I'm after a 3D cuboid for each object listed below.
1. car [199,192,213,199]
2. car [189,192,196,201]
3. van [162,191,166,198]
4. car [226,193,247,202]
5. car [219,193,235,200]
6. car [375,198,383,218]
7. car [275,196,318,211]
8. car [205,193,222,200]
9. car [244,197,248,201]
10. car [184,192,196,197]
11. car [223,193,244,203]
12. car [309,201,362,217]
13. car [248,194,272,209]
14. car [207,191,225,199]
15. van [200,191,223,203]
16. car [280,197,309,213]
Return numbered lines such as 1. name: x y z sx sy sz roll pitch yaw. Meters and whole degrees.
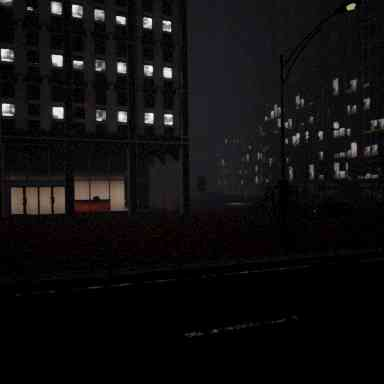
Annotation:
1. car: 3.386 0.706 80.299 1.967 1.590 4.097 0 1 -20
2. car: -0.615 1.056 66.758 2.008 1.369 4.403 0 1 -20
3. van: -6.430 0.687 82.785 1.690 1.788 3.998 0 1 -20
4. car: 7.924 1.023 60.174 1.812 1.442 4.674 -1 1 -20
5. car: 7.263 0.954 69.615 1.802 1.307 4.206 0 1 -20
6. car: 16.907 1.216 26.077 2.097 1.767 4.553 -1 1 -21
7. car: 12.147 1.288 39.156 2.033 1.411 5.357 -1 1 -20
8. car: 4.502 0.930 69.608 1.812 1.442 4.674 -1 1 -20
9. car: 11.139 1.059 58.928 1.802 1.307 4.206 0 1 -20
10. car: -0.489 0.710 90.985 2.008 1.369 4.403 0 1 -20
11. car: 6.154 1.127 55.855 2.033 1.411 5.357 -1 1 -19
12. car: 12.829 1.434 29.314 1.947 1.339 4.313 0 1 -20
13. car: 9.025 1.331 40.027 1.947 1.339 4.313 0 1 -20
14. car: 5.324 0.634 74.955 2.192 1.841 5.009 0 1 -20
15. van: 3.261 0.952 56.070 1.690 1.788 3.998 0 1 -20
16. car: 10.908 1.399 34.665 1.802 1.307 4.206 0 1 -20
